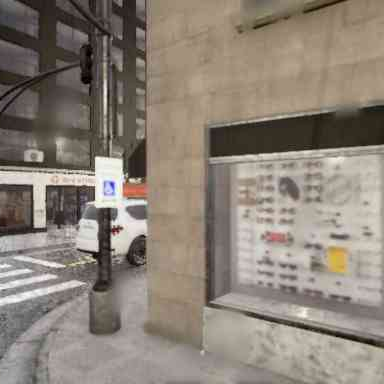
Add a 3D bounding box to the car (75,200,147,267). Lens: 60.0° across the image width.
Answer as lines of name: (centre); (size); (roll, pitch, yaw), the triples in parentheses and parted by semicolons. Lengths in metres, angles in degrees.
car: (-1.479, 1.297, 12.171); (2.150, 2.045, 5.566); (-1, -1, 37)
